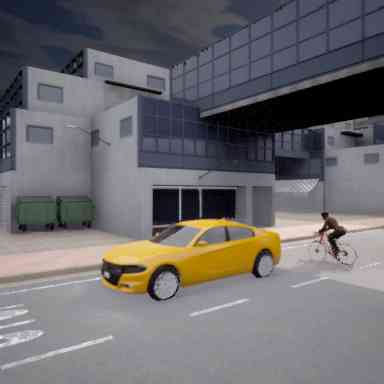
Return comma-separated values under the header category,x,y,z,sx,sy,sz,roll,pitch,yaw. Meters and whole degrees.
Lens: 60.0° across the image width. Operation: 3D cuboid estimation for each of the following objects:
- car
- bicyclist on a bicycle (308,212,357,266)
category,x,y,z,sx,sy,sz,roll,pitch,yaw
car,0.196,1.478,8.537,5.008,1.535,1.882,0,0,-37
bicyclist on a bicycle,4.366,1.455,10.488,0.582,1.620,1.656,0,-2,-37
